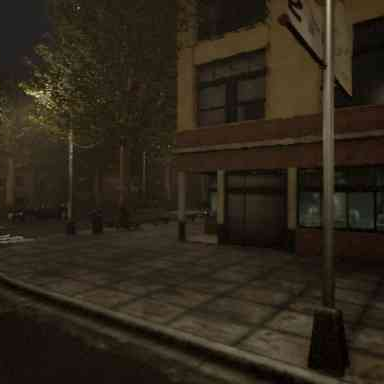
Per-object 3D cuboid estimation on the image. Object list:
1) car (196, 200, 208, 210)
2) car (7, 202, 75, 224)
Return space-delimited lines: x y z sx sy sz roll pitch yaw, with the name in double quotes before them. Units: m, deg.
"car" 2.468 1.701 44.236 1.895 1.301 4.718 0 0 36
"car" -11.283 1.516 25.186 2.128 1.511 4.902 0 0 36
